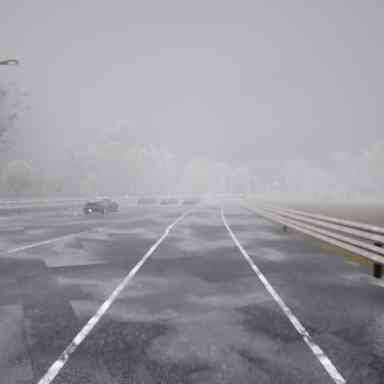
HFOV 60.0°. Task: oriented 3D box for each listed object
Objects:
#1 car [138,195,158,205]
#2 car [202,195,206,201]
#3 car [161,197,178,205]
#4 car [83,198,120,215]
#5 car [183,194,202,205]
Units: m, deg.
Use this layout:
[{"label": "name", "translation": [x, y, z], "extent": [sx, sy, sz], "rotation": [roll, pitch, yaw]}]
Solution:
[{"label": "car", "translation": [-7.280, 1.224, 55.243], "extent": [2.097, 1.767, 4.553], "rotation": [0, 0, 12]}, {"label": "car", "translation": [1.311, 1.277, 77.649], "extent": [2.097, 1.767, 4.553], "rotation": [0, 0, 14]}, {"label": "car", "translation": [-3.695, 1.437, 55.243], "extent": [1.994, 1.385, 4.181], "rotation": [0, 0, 12]}, {"label": "car", "translation": [-8.356, 1.331, 31.059], "extent": [1.837, 1.490, 4.892], "rotation": [0, 0, 10]}, {"label": "car", "translation": [-0.132, 1.438, 55.194], "extent": [1.994, 1.385, 4.181], "rotation": [0, 0, 12]}]
